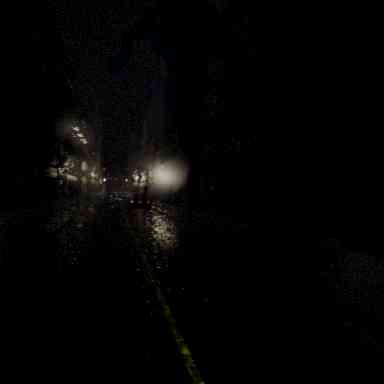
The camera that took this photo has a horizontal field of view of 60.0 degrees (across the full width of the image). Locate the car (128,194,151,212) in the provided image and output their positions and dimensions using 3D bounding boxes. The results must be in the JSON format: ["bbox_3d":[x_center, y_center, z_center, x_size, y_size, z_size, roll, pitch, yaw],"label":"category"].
[{"bbox_3d":[-5.499,0.979,34.337,2.097,1.767,4.553,3,0,-13],"label":"car"}]

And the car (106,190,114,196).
[{"bbox_3d":[-19.558,0.251,79.905,1.837,1.490,4.892,3,0,-13],"label":"car"}]
